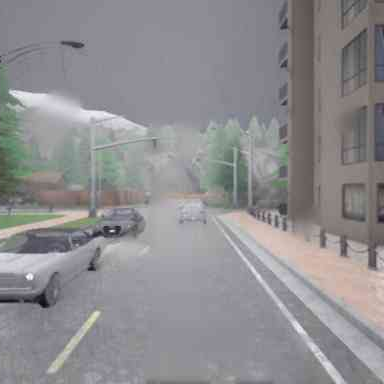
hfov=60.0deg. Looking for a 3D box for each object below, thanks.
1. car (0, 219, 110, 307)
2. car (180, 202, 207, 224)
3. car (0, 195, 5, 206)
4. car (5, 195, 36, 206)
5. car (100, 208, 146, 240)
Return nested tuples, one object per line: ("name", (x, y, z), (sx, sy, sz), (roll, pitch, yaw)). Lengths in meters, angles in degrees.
("car", (-3.592, 1.583, 8.031), (1.895, 1.301, 4.718), (0, 0, 0))
("car", (0.092, 1.470, 23.795), (1.812, 1.442, 4.674), (0, 0, 0))
("car", (-27.544, 1.051, 48.769), (1.905, 1.878, 3.866), (0, 0, -1))
("car", (-25.040, 1.048, 49.217), (1.932, 1.855, 4.605), (0, 0, -1))
("car", (-3.507, 1.525, 16.631), (1.994, 1.385, 4.181), (0, 0, 0))
